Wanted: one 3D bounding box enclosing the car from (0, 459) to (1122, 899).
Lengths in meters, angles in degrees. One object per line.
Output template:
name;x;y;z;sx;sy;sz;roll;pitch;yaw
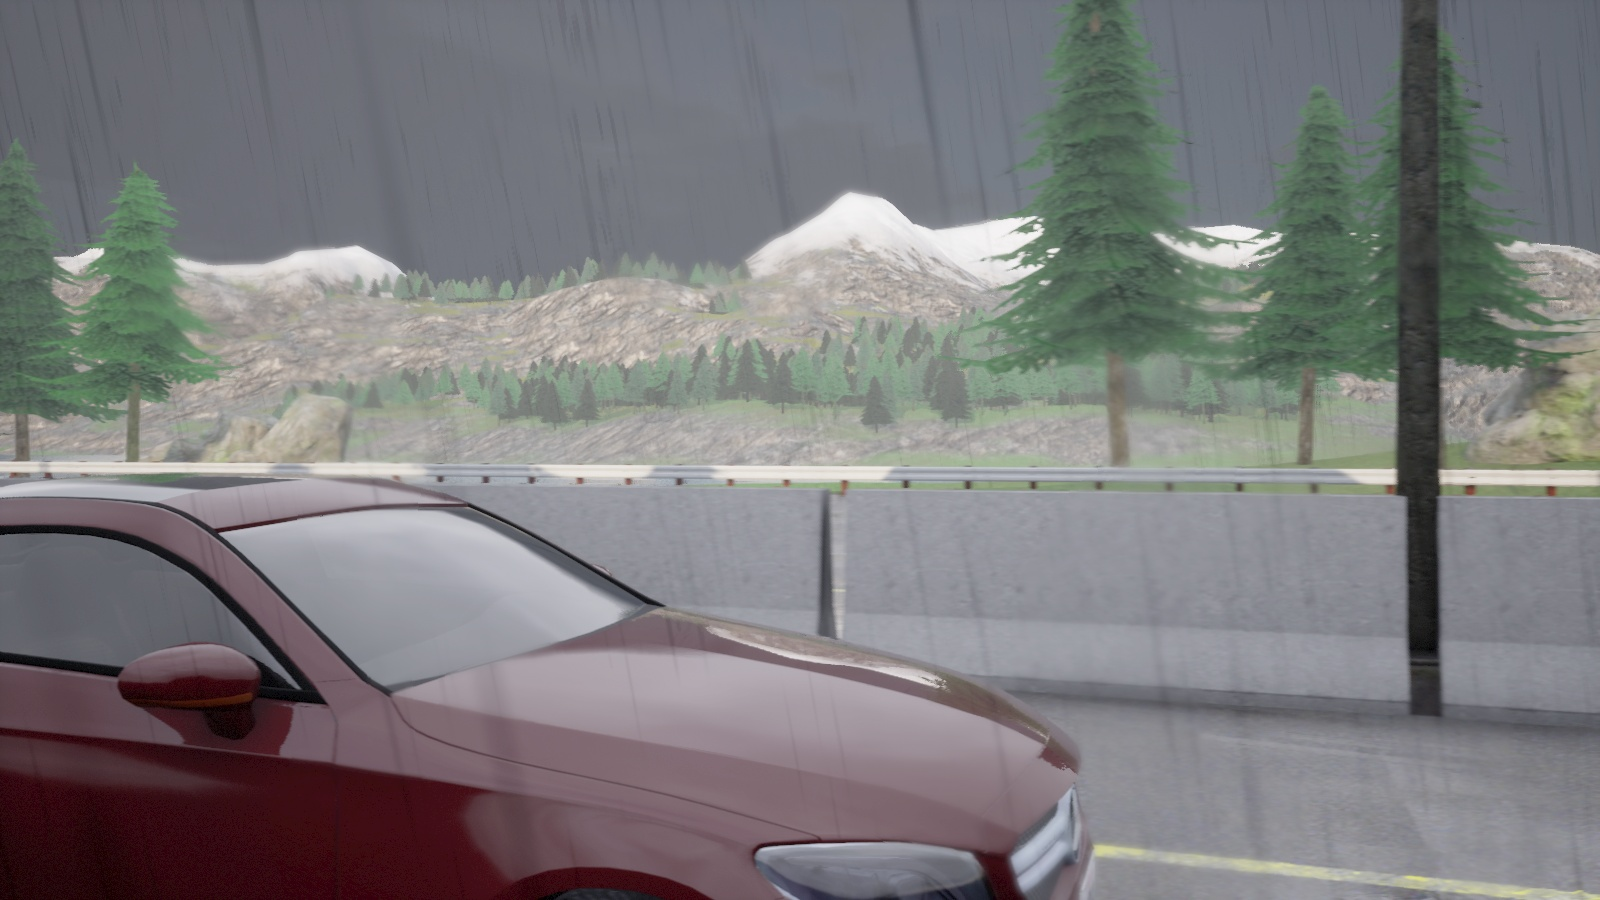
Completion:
car;-1.530;0.789;3.709;4.674;1.442;1.812;1;1;19
